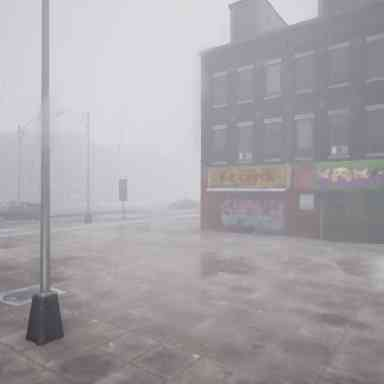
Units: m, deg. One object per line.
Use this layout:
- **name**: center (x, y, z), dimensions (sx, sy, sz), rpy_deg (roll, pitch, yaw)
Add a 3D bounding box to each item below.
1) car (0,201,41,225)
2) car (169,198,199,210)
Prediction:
- **car**: center (-12.633, 1.439, 23.703), dimensions (2.128, 1.511, 4.902), rpy_deg (0, 0, 35)
- **car**: center (-0.947, 1.438, 40.230), dimensions (1.994, 1.385, 4.181), rpy_deg (0, 0, 35)
